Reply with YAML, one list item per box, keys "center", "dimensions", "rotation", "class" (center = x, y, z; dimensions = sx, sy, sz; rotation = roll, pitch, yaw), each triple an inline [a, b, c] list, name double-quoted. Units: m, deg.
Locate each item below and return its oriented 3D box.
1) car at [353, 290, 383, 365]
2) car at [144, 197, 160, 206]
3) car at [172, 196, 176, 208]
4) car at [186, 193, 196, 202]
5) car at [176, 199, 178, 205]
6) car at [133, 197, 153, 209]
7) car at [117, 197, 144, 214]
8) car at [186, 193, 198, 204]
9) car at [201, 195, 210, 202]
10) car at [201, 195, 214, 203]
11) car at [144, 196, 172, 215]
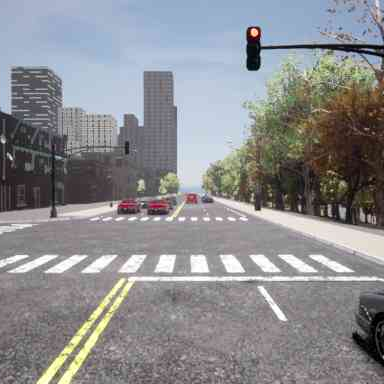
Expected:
- center: [3.345, 1.547, 2.535]
  dimensions: [2.033, 1.411, 5.357]
  rotation: [0, 0, 0]
  class: "car"
- center: [-6.692, 1.527, 56.420]
  dimensions: [2.033, 1.411, 5.357]
  rotation: [0, 0, 0]
  class: "car"
- center: [-3.430, 1.490, 43.705]
  dimensions: [1.837, 1.490, 4.892]
  rotation: [0, 0, 0]
  class: "car"
- center: [-0.136, 1.195, 75.692]
  dimensions: [2.150, 2.045, 5.566]
  rotation: [0, 0, 0]
  class: "car"
- center: [-3.439, 1.485, 55.520]
  dimensions: [1.837, 1.490, 4.892]
  rotation: [0, 0, 0]
  class: "car"
- center: [-6.683, 1.476, 45.997]
  dimensions: [2.128, 1.511, 4.902]
  rotation: [0, 0, 0]
  class: "car"
- center: [-6.666, 1.467, 35.588]
  dimensions: [1.882, 1.535, 5.008]
  rotation: [0, 0, 0]
  class: "car"
- center: [-0.020, 1.197, 65.156]
  dimensions: [2.150, 2.045, 5.566]
  rotation: [0, 0, 0]
  class: "car"
- center: [3.114, 1.447, 75.880]
  dimensions: [1.882, 1.535, 5.008]
  rotation: [0, 0, 0]
  class: "car"
- center: [3.233, 1.539, 65.852]
  dimensions: [1.994, 1.385, 4.181]
  rotation: [0, 0, 0]
  class: "car"
- center: [-3.411, 1.467, 34.215]
  dimensions: [1.882, 1.535, 5.008]
  rotation: [0, 0, 0]
  class: "car"
